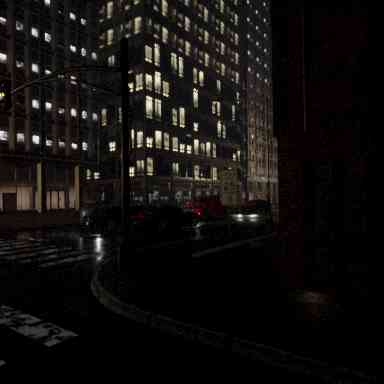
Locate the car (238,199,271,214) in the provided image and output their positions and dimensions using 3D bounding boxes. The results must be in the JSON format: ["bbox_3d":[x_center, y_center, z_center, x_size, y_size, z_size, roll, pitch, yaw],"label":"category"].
[{"bbox_3d":[7.261,1.584,37.477,1.882,1.535,5.008,-1,-1,36],"label":"car"}]

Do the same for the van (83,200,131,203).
[{"bbox_3d":[-5.979,1.460,23.458,1.690,1.788,3.998,-2,-1,36],"label":"van"}]

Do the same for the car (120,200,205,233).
[{"bbox_3d":[-1.580,1.482,19.647,1.882,1.535,5.008,-1,-1,36],"label":"car"}]

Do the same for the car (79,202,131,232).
[{"bbox_3d":[-4.633,1.571,20.925,1.837,1.490,4.892,-1,-1,33],"label":"car"}]

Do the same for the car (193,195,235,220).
[{"bbox_3d":[1.256,1.307,29.115,2.150,2.045,5.566,-1,-1,36],"label":"car"}]
